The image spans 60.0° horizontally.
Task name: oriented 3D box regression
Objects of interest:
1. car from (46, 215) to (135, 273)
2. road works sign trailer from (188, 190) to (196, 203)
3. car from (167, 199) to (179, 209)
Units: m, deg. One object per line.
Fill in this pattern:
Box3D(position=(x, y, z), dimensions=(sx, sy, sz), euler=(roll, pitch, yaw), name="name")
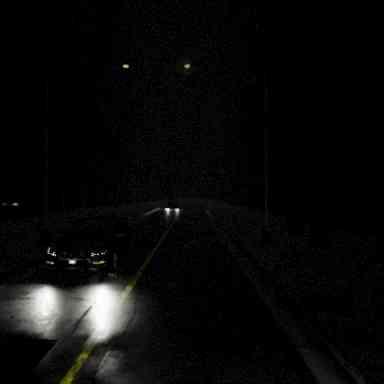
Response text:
Box3D(position=(-3.103, 1.575, 11.039), dimensions=(1.837, 1.490, 4.892), euler=(0, 0, 0), name="car")
Box3D(position=(-0.002, 1.198, 88.713), dimensions=(2.380, 3.560, 2.880), euler=(0, -1, 0), name="road works sign trailer")
Box3D(position=(-3.063, 1.912, 54.321), dimensions=(1.837, 1.490, 4.892), euler=(0, 0, 0), name="car")
